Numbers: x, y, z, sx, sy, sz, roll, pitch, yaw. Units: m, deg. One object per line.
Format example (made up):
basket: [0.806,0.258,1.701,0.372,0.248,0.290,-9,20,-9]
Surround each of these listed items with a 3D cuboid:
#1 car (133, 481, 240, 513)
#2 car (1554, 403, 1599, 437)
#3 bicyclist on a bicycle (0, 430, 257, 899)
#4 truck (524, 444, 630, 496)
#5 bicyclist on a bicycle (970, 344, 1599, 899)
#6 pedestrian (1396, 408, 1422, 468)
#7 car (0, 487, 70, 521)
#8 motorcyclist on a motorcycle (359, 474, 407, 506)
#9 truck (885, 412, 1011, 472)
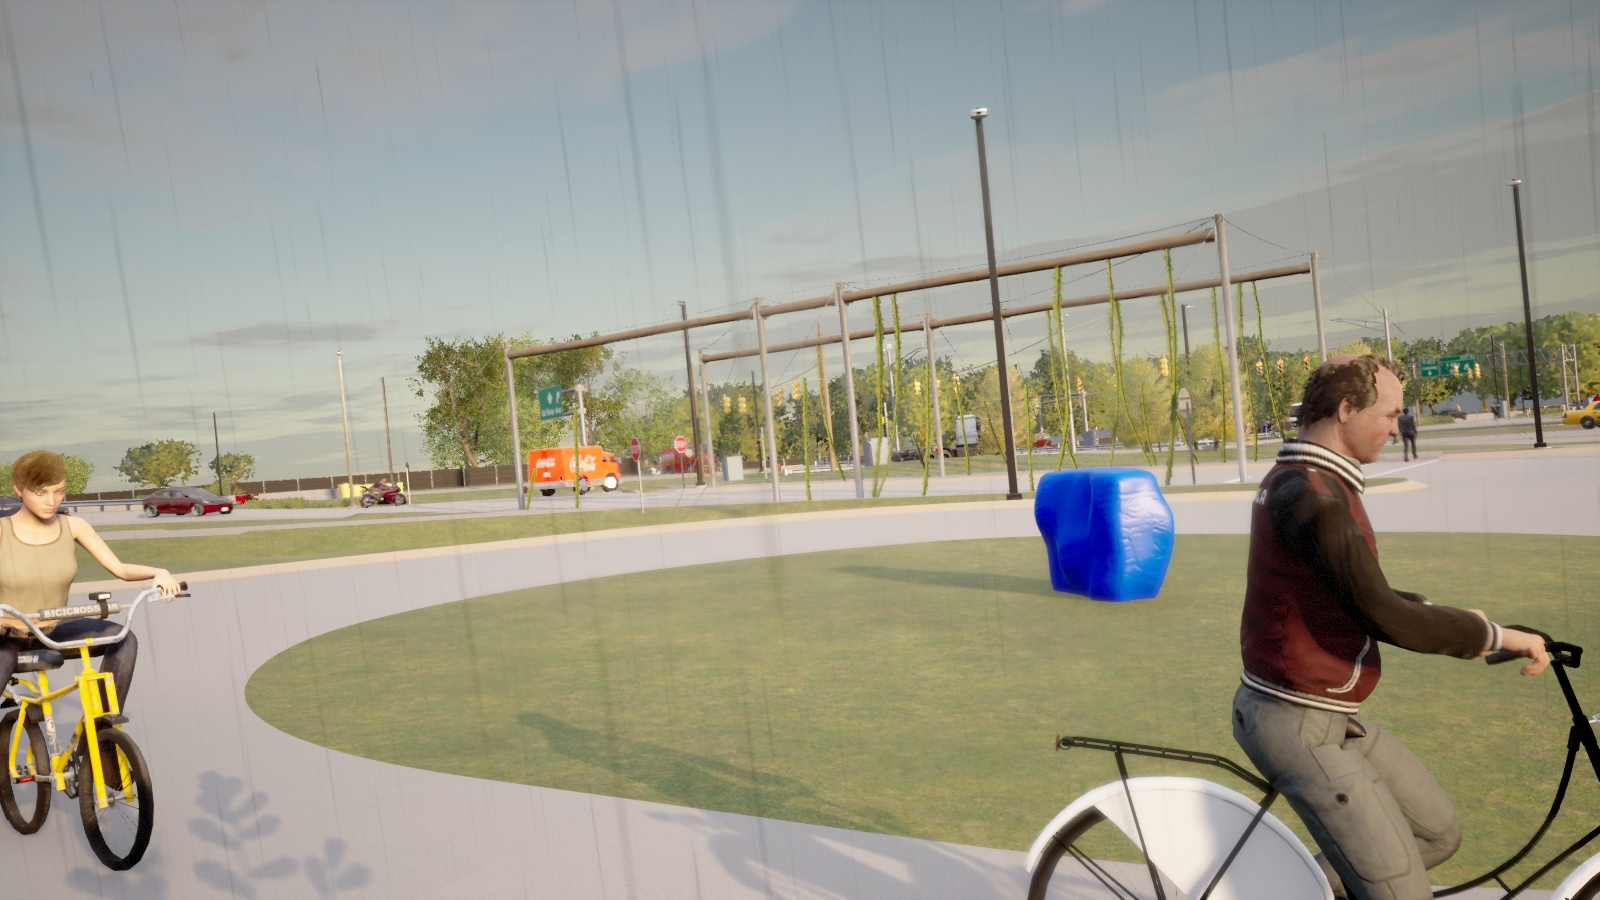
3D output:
car: [-31.225,2.407,63.955,4.792,1.488,2.163,-1,1,21]
car: [41.512,-1.642,63.594,1.801,1.575,5.366,-4,0,-35]
bicyclist on a bicycle: [-2.998,0.778,5.016,1.509,1.612,0.866,-4,-1,40]
truck: [-11.647,1.016,65.980,2.627,2.467,5.204,-4,-1,29]
bicyclist on a bicycle: [1.363,0.676,2.866,1.843,1.776,0.659,1,1,17]
pedestrian: [20.423,-0.396,42.100,0.423,1.949,0.788,-5,0,45]
car: [-35.494,2.457,55.687,5.357,1.411,2.033,-1,-2,-31]
motorcyclist on a motorcycle: [-21.169,2.030,63.709,2.191,1.530,0.866,-3,-1,-23]
truck: [9.668,-0.534,81.664,7.936,3.462,2.891,-3,-1,-33]
